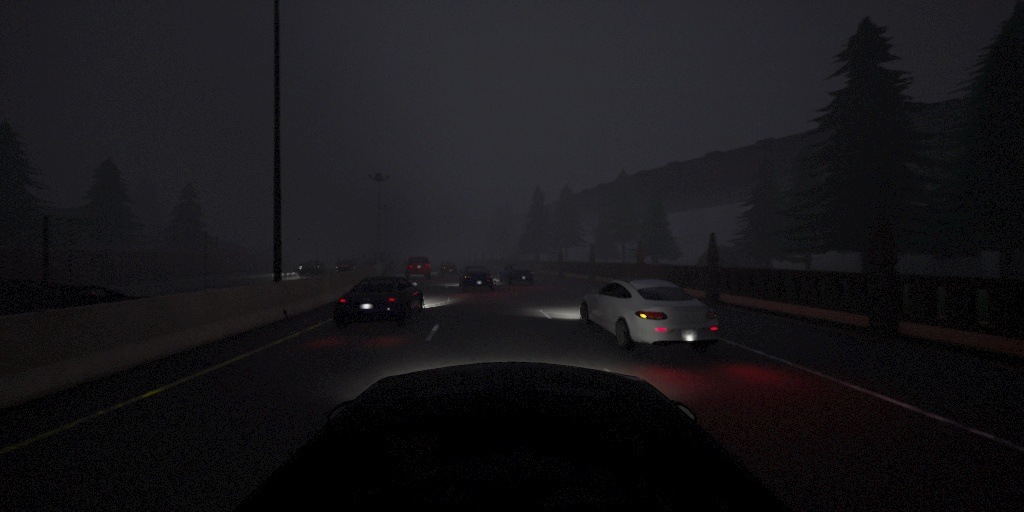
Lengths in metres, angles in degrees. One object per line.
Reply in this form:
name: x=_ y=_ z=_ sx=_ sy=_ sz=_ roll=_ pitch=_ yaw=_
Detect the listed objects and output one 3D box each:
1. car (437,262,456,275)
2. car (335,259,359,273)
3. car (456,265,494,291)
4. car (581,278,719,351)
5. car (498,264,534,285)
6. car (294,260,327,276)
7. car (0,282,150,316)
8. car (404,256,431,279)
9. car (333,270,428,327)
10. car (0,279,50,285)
car: x=-7.185 y=1.345 z=39.876 sx=1.812 sy=1.442 sz=4.674 roll=0 pitch=0 yaw=-18
car: x=-18.682 y=1.217 z=40.796 sx=2.097 sy=1.767 sz=4.553 roll=0 pitch=0 yaw=-18
car: x=-2.276 y=1.307 z=22.297 sx=1.812 sy=1.442 sz=4.674 roll=0 pitch=0 yaw=-11
car: x=3.118 y=1.271 z=8.944 sx=1.812 sy=1.442 sz=4.674 roll=0 pitch=0 yaw=-4
car: x=0.260 y=1.302 z=26.845 sx=1.812 sy=1.442 sz=4.674 roll=0 pitch=0 yaw=-14
car: x=-21.906 y=1.230 z=39.470 sx=2.097 sy=1.767 sz=4.553 roll=0 pitch=0 yaw=-18
car: x=-10.973 y=1.401 z=8.228 sx=1.895 sy=1.301 sz=4.718 roll=0 pitch=0 yaw=-5
car: x=-8.830 y=1.041 z=33.595 sx=2.150 sy=2.045 sz=5.566 roll=0 pitch=0 yaw=-17
car: x=-4.139 y=1.341 z=11.718 sx=1.994 sy=1.385 sz=4.181 roll=0 pitch=0 yaw=-5
car: x=-14.706 y=1.381 z=10.233 sx=1.994 sy=1.385 sz=4.181 roll=0 pitch=0 yaw=-7
